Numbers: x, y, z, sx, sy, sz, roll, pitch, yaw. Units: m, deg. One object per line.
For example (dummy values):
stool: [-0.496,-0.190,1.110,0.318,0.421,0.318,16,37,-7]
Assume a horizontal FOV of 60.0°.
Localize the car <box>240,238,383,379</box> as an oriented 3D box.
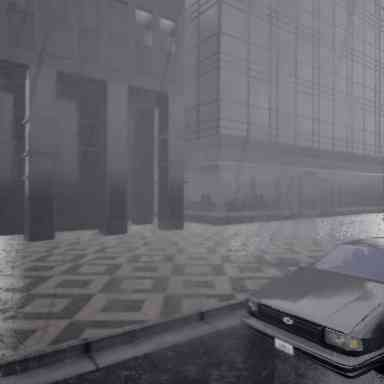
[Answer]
car: [3.336,1.548,5.706,5.357,1.411,2.033,0,0,-35]
